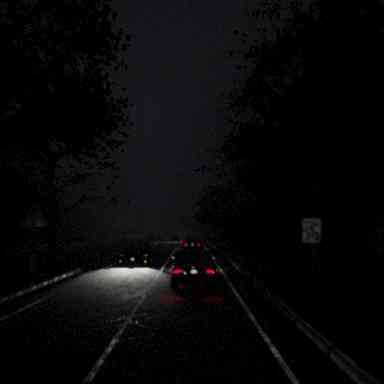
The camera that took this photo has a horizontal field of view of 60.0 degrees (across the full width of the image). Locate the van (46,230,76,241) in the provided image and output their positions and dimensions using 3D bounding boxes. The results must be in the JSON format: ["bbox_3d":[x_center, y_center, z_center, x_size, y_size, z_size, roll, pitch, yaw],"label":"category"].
[{"bbox_3d":[-23.666,7.781,59.241,4.442,1.987,1.878,0,-8,0],"label":"van"}]

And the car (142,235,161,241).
[{"bbox_3d":[-10.531,11.916,86.612,4.674,1.452,2.002,0,-8,0],"label":"car"}]

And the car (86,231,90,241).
[{"bbox_3d":[-23.377,8.760,64.821,5.366,1.575,1.946,0,-8,0],"label":"car"}]

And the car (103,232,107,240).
[{"bbox_3d":[-23.585,10.667,78.538,5.008,1.535,2.097,0,-8,0],"label":"car"}]

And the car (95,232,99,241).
[{"bbox_3d":[-23.547,9.780,73.067,4.553,1.767,2.185,0,-8,0],"label":"car"}]

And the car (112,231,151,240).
[{"bbox_3d":[-10.279,7.720,56.379,5.366,1.575,1.946,0,-8,0],"label":"car"}]

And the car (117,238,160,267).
[{"bbox_3d":[-3.392,3.863,21.045,1.994,1.385,4.181,0,-6,0],"label":"car"}]

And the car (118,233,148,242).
[{"bbox_3d":[-10.476,8.080,59.124,4.892,1.521,2.231,0,-8,0],"label":"car"}]

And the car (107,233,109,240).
[{"bbox_3d":[-23.590,11.050,81.282,4.892,1.521,2.231,0,-8,0],"label":"car"}]

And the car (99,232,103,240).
[{"bbox_3d":[-23.579,10.269,75.670,5.008,1.535,2.097,0,-8,0],"label":"car"}]

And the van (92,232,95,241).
[{"bbox_3d":[-23.688,9.298,70.337,4.442,1.987,1.878,0,-8,0],"label":"van"}]

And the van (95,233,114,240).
[{"bbox_3d":[-23.495,11.971,89.543,4.442,1.987,1.878,0,-8,0],"label":"van"}]

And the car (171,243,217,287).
[{"bbox_3d":[0.065,3.222,14.665,2.033,1.411,5.357,0,-6,0],"label":"car"}]

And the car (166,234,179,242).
[{"bbox_3d":[-3.425,8.741,63.454,1.837,1.490,4.892,0,-8,0],"label":"car"}]

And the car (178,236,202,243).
[{"bbox_3d":[0.029,5.037,32.293,2.033,1.411,5.357,0,-6,0],"label":"car"}]

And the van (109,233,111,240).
[{"bbox_3d":[-23.717,11.206,84.056,4.442,1.987,1.878,0,-8,0],"label":"van"}]

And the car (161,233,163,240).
[{"bbox_3d":[-10.492,11.523,83.862,4.792,1.488,2.163,0,-8,0],"label":"car"}]

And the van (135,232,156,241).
[{"bbox_3d":[-10.620,10.122,75.649,4.442,1.987,1.878,0,-8,0],"label":"van"}]

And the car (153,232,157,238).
[{"bbox_3d":[-10.457,8.951,67.404,5.566,2.045,2.435,0,-8,0],"label":"car"}]

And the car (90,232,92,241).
[{"bbox_3d":[-23.561,9.142,67.562,4.892,1.521,2.231,0,-8,0],"label":"car"}]

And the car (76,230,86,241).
[{"bbox_3d":[-23.582,8.137,62.111,5.566,2.045,2.435,0,-8,0],"label":"car"}]

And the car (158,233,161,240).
[{"bbox_3d":[-10.516,10.729,78.368,5.008,1.535,2.097,0,-8,0],"label":"car"}]
